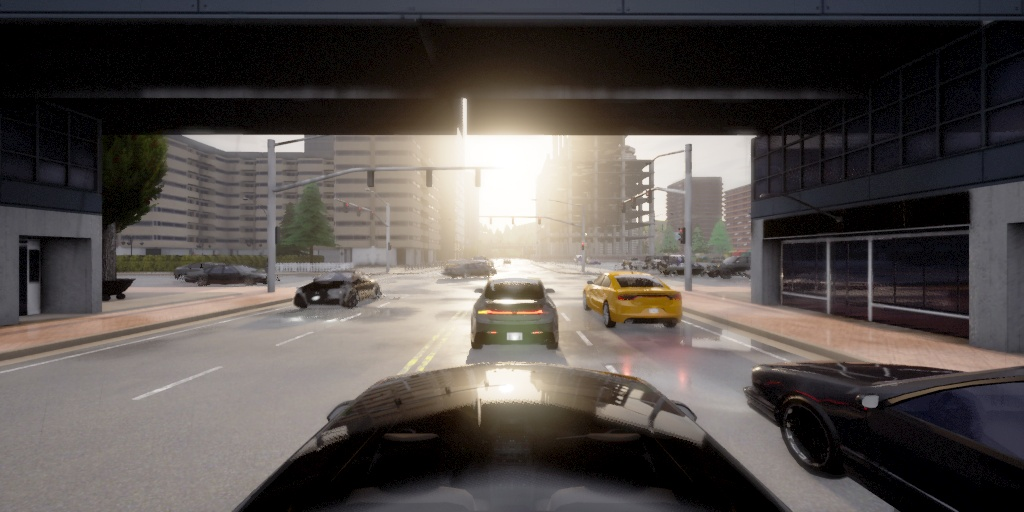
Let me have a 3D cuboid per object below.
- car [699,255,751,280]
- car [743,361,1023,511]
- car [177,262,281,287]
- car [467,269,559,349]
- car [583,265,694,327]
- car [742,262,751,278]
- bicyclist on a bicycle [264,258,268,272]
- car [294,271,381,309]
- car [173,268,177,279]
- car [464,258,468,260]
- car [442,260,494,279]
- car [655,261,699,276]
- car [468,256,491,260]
[{"bbox_3d":[19.903,0.971,31.357,5.566,2.045,2.150,0,0,1],"label":"car"},{"bbox_3d":[3.600,1.297,1.668,2.033,1.411,5.357,0,0,0],"label":"car"},{"bbox_3d":[-18.573,1.297,23.945,5.357,1.411,2.033,0,0,0],"label":"car"},{"bbox_3d":[0.066,1.255,9.124,1.837,1.490,4.892,0,0,0],"label":"car"},{"bbox_3d":[3.578,1.228,11.495,1.882,1.535,5.008,0,0,0],"label":"car"},{"bbox_3d":[20.870,1.351,27.634,4.718,1.301,1.895,0,0,1],"label":"car"},{"bbox_3d":[-25.997,1.051,38.388,0.582,1.620,1.656,0,0,0],"label":"bicyclist on a bicycle"},{"bbox_3d":[-7.005,1.314,14.807,1.994,1.385,4.181,0,0,0],"label":"car"},{"bbox_3d":[-22.929,1.252,27.419,4.892,1.490,1.837,1,0,0],"label":"car"},{"bbox_3d":[-8.044,1.228,57.229,1.882,1.535,5.008,0,0,0],"label":"car"},{"bbox_3d":[-3.743,1.297,32.233,2.033,1.411,5.357,0,0,40],"label":"car"},{"bbox_3d":[16.890,1.351,34.896,4.718,1.301,1.895,0,0,0],"label":"car"},{"bbox_3d":[-4.508,0.971,50.539,2.150,2.045,5.566,0,0,0],"label":"car"}]
